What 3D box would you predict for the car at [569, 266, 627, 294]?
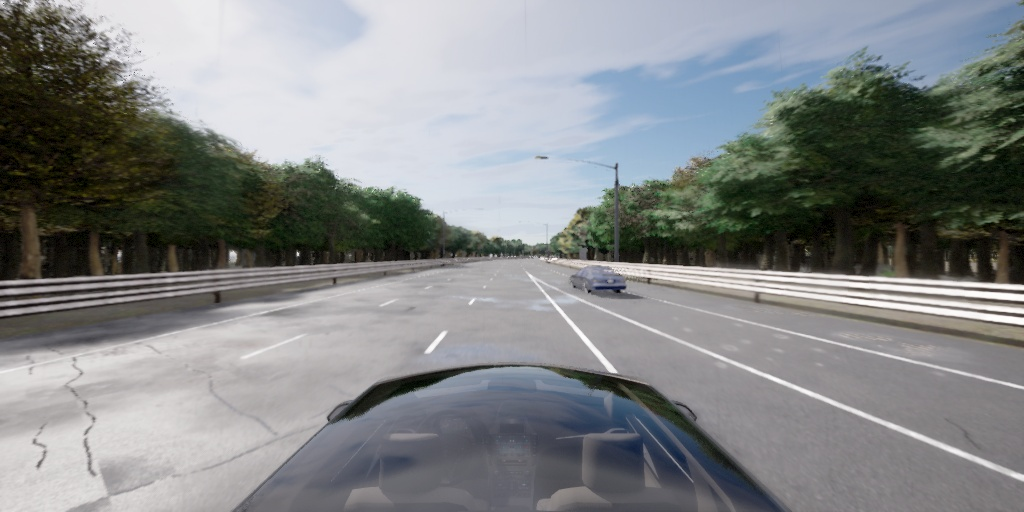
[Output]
[{"bbox_3d":[4.640,1.282,20.086,2.033,1.411,5.357,0,0,-4],"label":"car"}]
